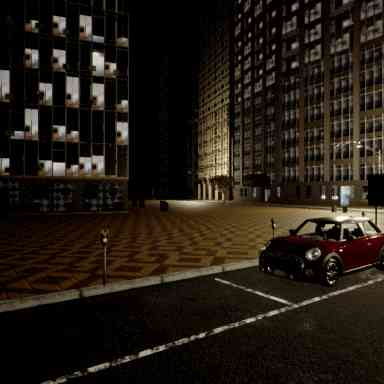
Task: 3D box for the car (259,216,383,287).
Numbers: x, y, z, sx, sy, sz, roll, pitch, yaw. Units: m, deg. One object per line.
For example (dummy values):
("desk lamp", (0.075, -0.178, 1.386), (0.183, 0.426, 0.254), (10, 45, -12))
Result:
("car", (3.741, 1.439, 9.234), (4.097, 1.590, 1.967), (0, 0, -36))
